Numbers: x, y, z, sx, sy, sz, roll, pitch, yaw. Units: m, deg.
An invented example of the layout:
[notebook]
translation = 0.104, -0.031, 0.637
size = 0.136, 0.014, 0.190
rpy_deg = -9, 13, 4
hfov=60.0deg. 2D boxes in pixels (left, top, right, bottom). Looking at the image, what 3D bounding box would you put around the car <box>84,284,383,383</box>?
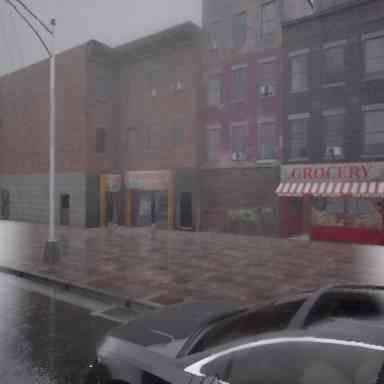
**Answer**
[car]
translation = 1.242, 1.506, 2.395
size = 4.892, 1.490, 1.837
rpy_deg = 0, 0, 36
